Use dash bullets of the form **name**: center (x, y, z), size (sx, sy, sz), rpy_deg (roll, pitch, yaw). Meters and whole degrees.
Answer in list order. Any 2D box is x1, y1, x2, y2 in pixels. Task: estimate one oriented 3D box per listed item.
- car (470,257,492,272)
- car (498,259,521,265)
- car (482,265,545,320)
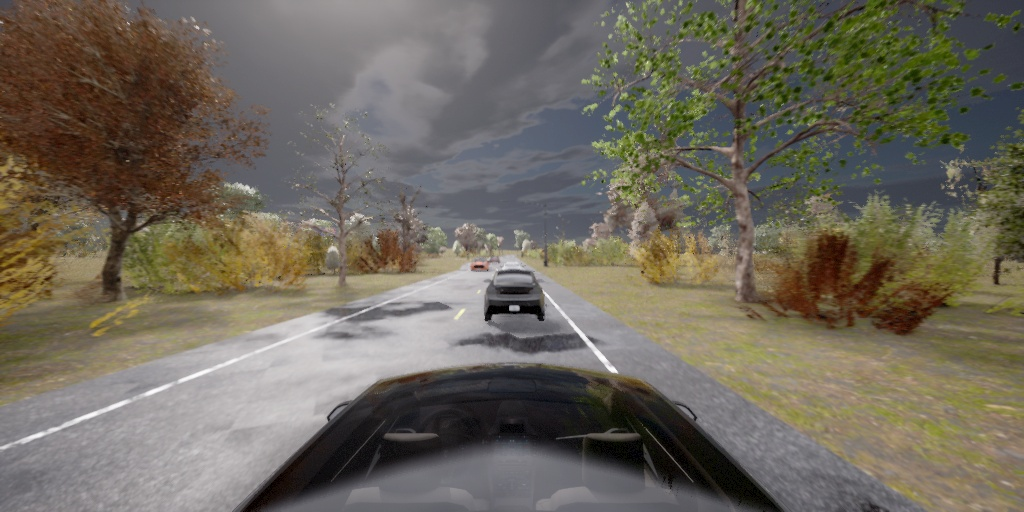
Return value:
- **car**: center (-3.866, 0.933, 43.515), size (2.097, 1.767, 4.553), rpy_deg (0, 0, -2)
- **car**: center (0.019, 1.176, 28.381), size (1.812, 1.442, 4.674), rpy_deg (0, 0, 0)
- **car**: center (0.071, 1.215, 12.471), size (1.837, 1.490, 4.892), rpy_deg (0, 0, 0)
